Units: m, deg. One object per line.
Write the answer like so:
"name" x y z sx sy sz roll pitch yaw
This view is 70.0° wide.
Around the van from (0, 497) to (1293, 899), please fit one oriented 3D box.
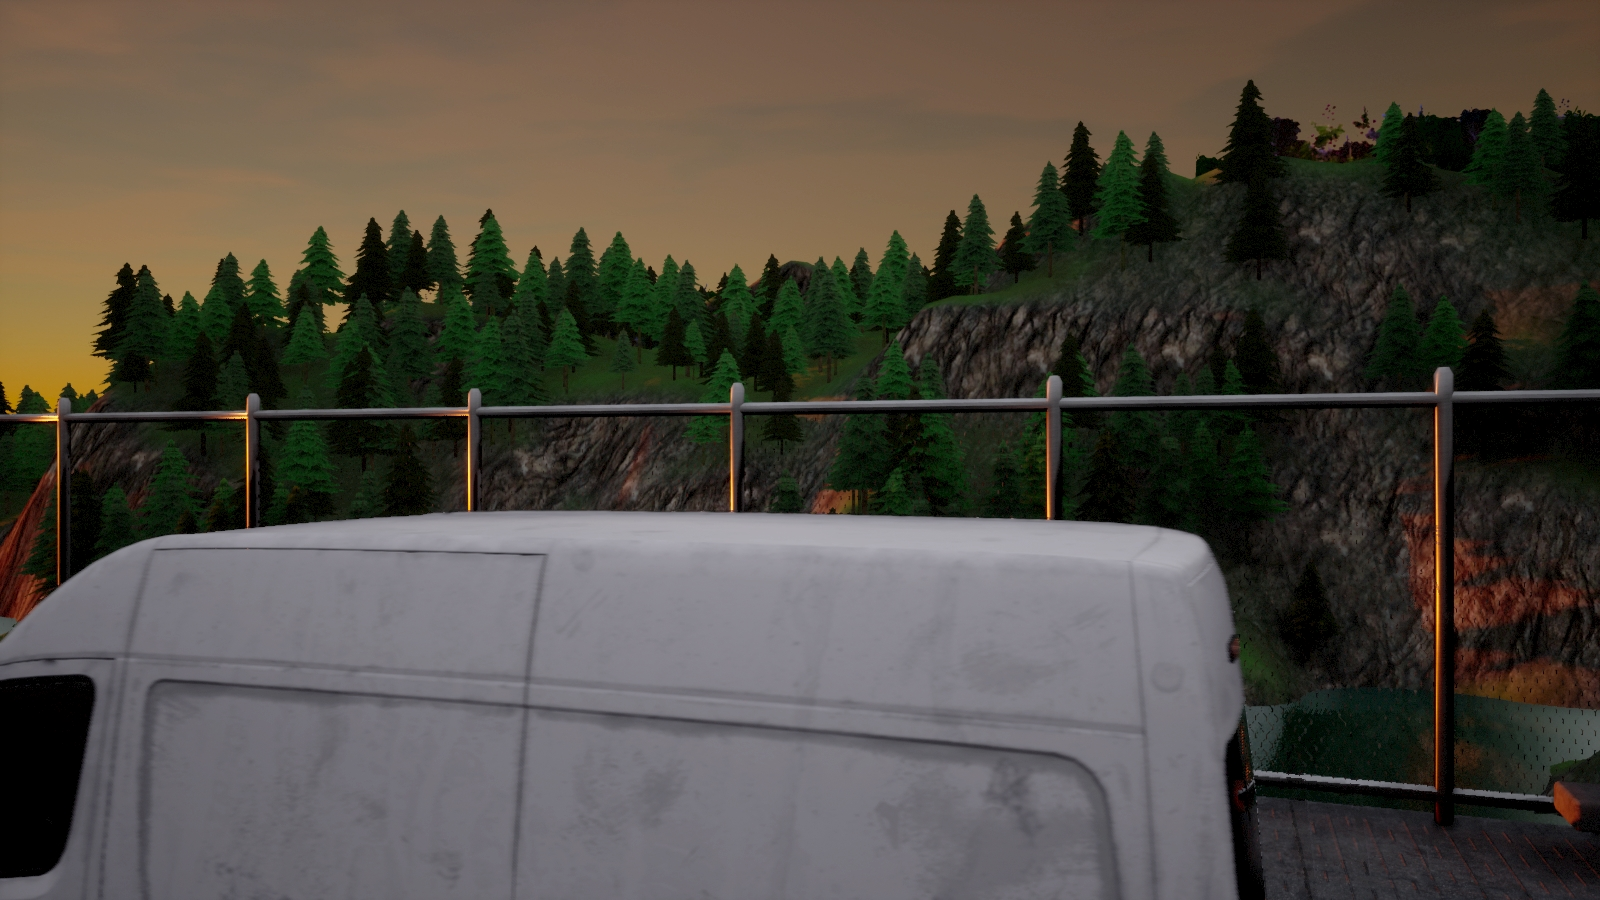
"van" -1.406 1.536 4.341 5.915 2.561 1.988 0 0 20
